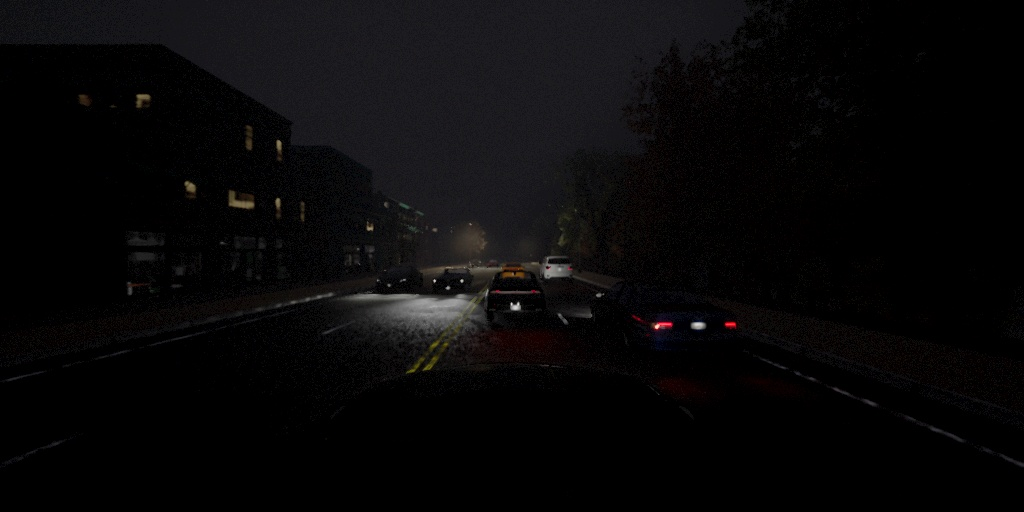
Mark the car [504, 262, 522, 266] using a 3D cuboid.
[{"bbox_3d":[0.108,1.270,30.383,1.882,1.535,5.008,0,0,0],"label":"car"}]

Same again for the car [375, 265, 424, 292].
[{"bbox_3d":[-6.593,1.306,21.561,1.812,1.442,4.674,0,0,0],"label":"car"}]

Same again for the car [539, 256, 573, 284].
[{"bbox_3d":[3.359,1.010,27.951,2.150,2.045,5.566,0,0,0],"label":"car"}]

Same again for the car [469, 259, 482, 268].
[{"bbox_3d":[-6.510,1.343,63.938,1.837,1.490,4.892,0,0,1],"label":"car"}]

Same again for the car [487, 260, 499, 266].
[{"bbox_3d":[-3.274,1.402,62.197,1.994,1.385,4.181,0,0,1],"label":"car"}]

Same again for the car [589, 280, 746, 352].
[{"bbox_3d":[3.353,1.308,8.957,2.033,1.411,5.357,0,0,0],"label":"car"}]

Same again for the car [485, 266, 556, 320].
[{"bbox_3d":[0.104,1.258,12.643,2.128,1.511,4.902,0,0,0],"label":"car"}]

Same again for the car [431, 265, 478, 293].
[{"bbox_3d":[-3.345,1.380,20.986,1.895,1.301,4.718,0,0,0],"label":"car"}]
